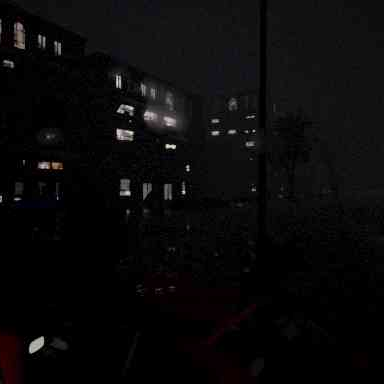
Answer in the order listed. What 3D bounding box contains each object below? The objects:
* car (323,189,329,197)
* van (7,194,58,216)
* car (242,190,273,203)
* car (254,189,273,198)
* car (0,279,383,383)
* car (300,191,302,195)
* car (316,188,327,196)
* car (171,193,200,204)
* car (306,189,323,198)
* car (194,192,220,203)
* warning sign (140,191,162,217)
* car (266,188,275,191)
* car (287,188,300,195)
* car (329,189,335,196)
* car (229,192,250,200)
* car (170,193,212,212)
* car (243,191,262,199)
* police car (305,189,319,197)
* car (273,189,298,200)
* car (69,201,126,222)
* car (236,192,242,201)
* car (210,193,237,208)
[{"bbox_3d":[28.301,0.361,74.034,2.008,1.369,4.403,2,2,35],"label":"car"},{"bbox_3d":[-13.553,1.035,28.523,1.690,1.788,3.998,2,2,35],"label":"van"},{"bbox_3d":[9.223,0.877,46.603,2.008,1.369,4.403,2,2,35],"label":"car"},{"bbox_3d":[15.066,0.227,69.670,2.192,1.841,5.009,2,2,35],"label":"car"},{"bbox_3d":[-0.316,1.544,3.095,4.507,1.381,1.887,0,0,36],"label":"car"},{"bbox_3d":[27.781,0.115,87.963,1.887,1.381,4.507,2,2,35],"label":"car"},{"bbox_3d":[33.119,-0.033,84.768,2.097,1.767,4.553,0,1,28],"label":"car"},{"bbox_3d":[-0.836,0.910,46.816,1.947,1.339,4.313,2,2,35],"label":"car"},{"bbox_3d":[25.122,0.446,69.464,2.008,1.369,4.403,2,2,35],"label":"car"},{"bbox_3d":[2.343,0.808,51.388,2.008,1.369,4.403,2,2,35],"label":"car"},{"bbox_3d":[-3.057,0.851,24.823,1.300,1.860,1.060,-1,0,35],"label":"warning sign"},{"bbox_3d":[13.187,0.357,57.029,2.150,2.045,5.566,1,1,35],"label":"car"},{"bbox_3d":[24.604,-0.029,83.385,2.192,1.841,5.009,2,2,35],"label":"car"},{"bbox_3d":[34.662,0.080,83.176,1.967,1.590,4.097,2,2,35],"label":"car"},{"bbox_3d":[8.703,0.650,60.533,1.947,1.339,4.313,2,2,35],"label":"car"},{"bbox_3d":[-0.317,1.132,32.887,1.887,1.381,4.507,2,2,35],"label":"car"},{"bbox_3d":[11.786,0.526,64.963,1.752,1.417,4.829,2,2,35],"label":"car"},{"bbox_3d":[27.663,0.191,76.647,1.930,1.638,5.238,0,1,32],"label":"police car"},{"bbox_3d":[15.680,0.676,55.886,1.752,1.417,4.829,2,2,35],"label":"car"},{"bbox_3d":[-6.676,1.329,23.745,1.947,1.339,4.313,2,2,35],"label":"car"},{"bbox_3d":[7.563,0.816,48.861,1.812,1.442,4.674,1,1,35],"label":"car"},{"bbox_3d":[2.863,1.051,37.459,2.008,1.369,4.403,2,2,35],"label":"car"}]
